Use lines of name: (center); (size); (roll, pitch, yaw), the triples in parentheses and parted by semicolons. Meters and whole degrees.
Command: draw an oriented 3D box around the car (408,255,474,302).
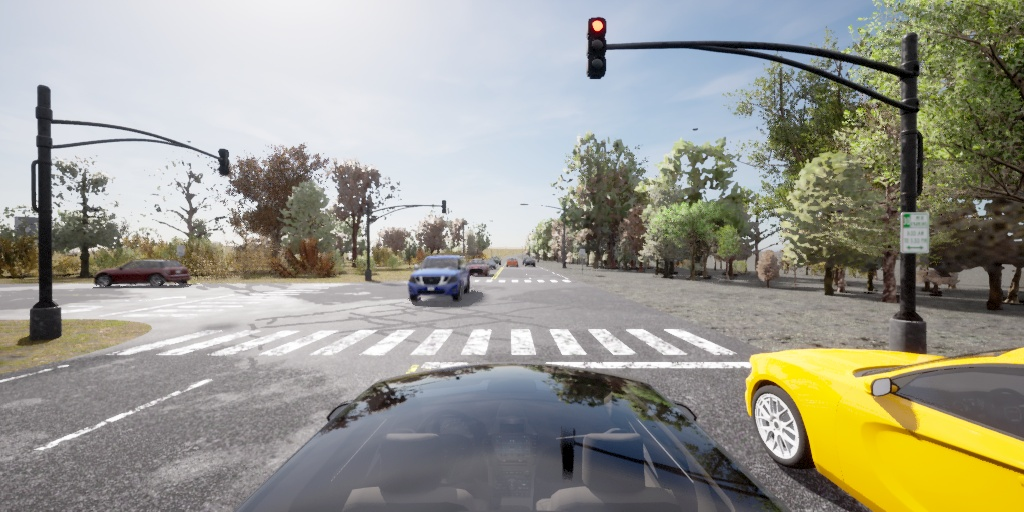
car: (-3.344, 0.973, 17.465); (2.150, 2.045, 5.566); (0, 0, 0)

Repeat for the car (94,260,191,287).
car: (-23.799, 1.044, 23.166); (4.553, 1.767, 2.097); (0, 0, -4)

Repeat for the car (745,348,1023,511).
car: (3.363, 1.195, 1.716); (1.882, 1.535, 5.008); (0, 1, 0)

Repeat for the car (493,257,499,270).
car: (-3.344, 1.278, 52.986); (1.812, 1.442, 4.674); (0, 0, 0)

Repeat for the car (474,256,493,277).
car: (-3.349, 1.103, 35.533); (2.097, 1.767, 4.553); (0, 0, 0)
